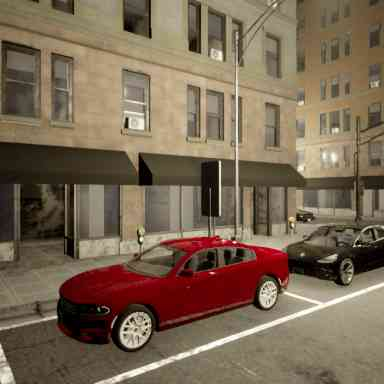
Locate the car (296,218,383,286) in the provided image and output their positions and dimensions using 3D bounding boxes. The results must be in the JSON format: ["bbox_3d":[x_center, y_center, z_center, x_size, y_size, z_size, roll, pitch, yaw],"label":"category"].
[{"bbox_3d":[4.338,1.566,9.425,4.313,1.339,1.947,0,0,-36],"label":"car"}]

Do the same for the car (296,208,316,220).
[{"bbox_3d":[6.934,1.614,25.964,2.033,1.411,5.357,0,0,-33],"label":"car"}]

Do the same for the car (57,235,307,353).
[{"bbox_3d":[-0.098,1.545,6.156,4.507,1.381,1.887,0,0,-36],"label":"car"}]
